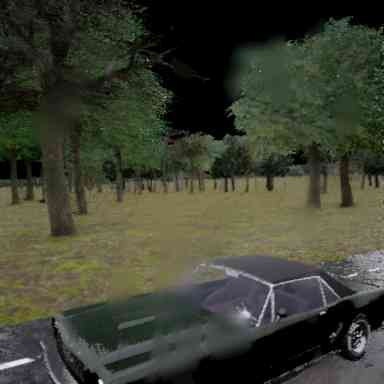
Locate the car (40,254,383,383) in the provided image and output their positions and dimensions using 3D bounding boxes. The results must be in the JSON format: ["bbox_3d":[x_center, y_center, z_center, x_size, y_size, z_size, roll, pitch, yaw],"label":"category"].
[{"bbox_3d":[0.627,1.622,4.422,4.718,1.301,1.895,0,0,-35],"label":"car"}]
